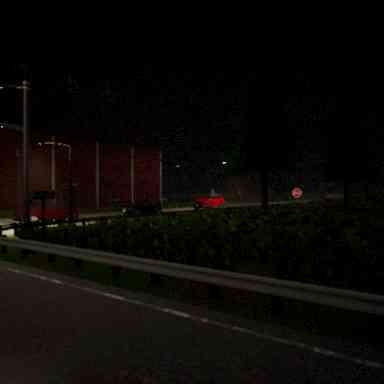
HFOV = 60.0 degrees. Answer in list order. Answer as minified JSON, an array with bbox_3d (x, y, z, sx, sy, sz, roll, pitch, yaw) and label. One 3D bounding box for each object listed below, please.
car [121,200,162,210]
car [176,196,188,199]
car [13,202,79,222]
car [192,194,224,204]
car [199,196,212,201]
[{"bbox_3d":[-5.222,1.615,34.670,2.128,1.511,4.902,0,0,37],"label":"car"},{"bbox_3d":[-2.599,1.734,84.229,1.816,1.474,4.193,0,0,36],"label":"car"},{"bbox_3d":[-11.433,1.602,26.272,1.882,1.535,5.008,0,0,36],"label":"car"},{"bbox_3d":[2.268,1.340,44.788,2.150,2.045,5.566,0,0,36],"label":"car"},{"bbox_3d":[3.957,1.753,95.362,1.784,1.438,3.905,0,0,36],"label":"car"}]
